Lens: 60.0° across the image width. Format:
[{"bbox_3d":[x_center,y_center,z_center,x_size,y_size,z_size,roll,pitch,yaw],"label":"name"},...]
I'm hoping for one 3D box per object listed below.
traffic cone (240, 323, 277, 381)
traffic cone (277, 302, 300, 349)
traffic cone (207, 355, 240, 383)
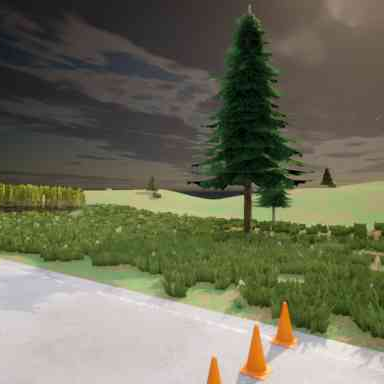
[{"bbox_3d":[0.810,1.955,4.184,0.340,0.580,0.340,0,0,36],"label":"traffic cone"},{"bbox_3d":[1.395,1.955,4.995,0.340,0.580,0.340,0,0,36],"label":"traffic cone"},{"bbox_3d":[0.226,1.955,3.372,0.340,0.580,0.340,0,0,36],"label":"traffic cone"}]
